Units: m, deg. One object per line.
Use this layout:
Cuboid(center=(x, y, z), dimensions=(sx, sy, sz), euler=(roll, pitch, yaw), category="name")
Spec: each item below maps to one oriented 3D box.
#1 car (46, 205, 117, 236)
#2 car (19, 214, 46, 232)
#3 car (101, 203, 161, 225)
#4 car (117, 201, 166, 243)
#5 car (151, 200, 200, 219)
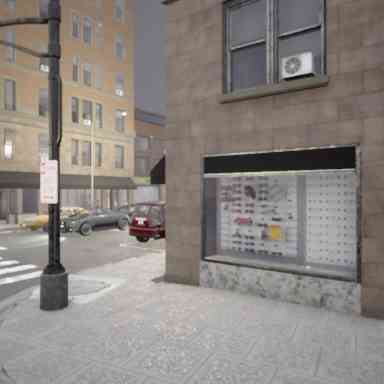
Cuboid(center=(-5.474, 1.551, 18.548), dimensions=(1.994, 1.385, 4.181), euler=(0, 0, 35), category="car")
Cuboid(center=(-7.771, 1.512, 20.076), dimensions=(1.752, 1.417, 4.829), euler=(0, 0, 35), category="car")
Cuboid(center=(-4.444, 1.540, 24.857), dimensions=(1.947, 1.339, 4.313), euler=(0, 0, 35), category="car")
Cuboid(center=(-0.692, 1.302, 15.322), dimensions=(2.192, 1.841, 5.009), euler=(0, 0, 35), category="car")
Cuboid(center=(-1.311, 1.488, 29.359), dimensions=(1.752, 1.417, 4.829), euler=(0, 0, 35), category="car")
